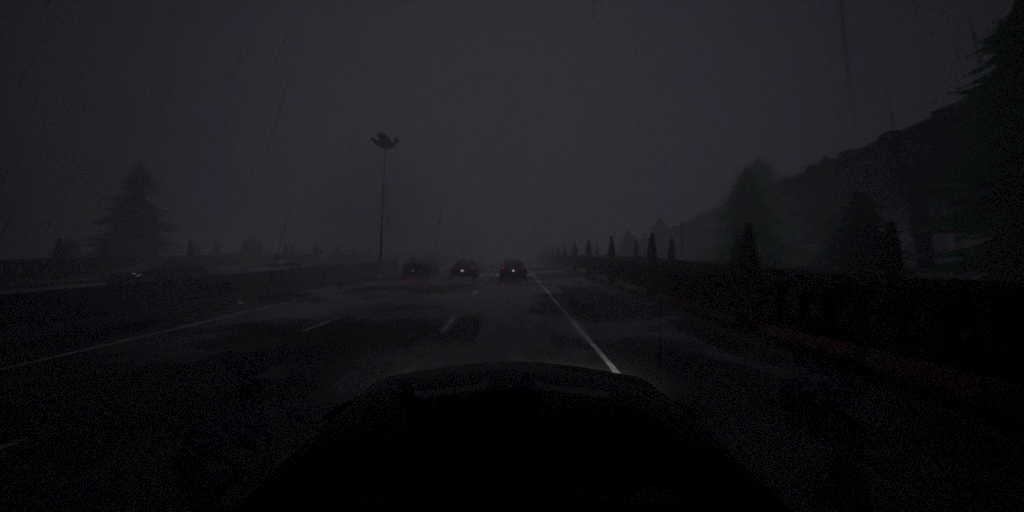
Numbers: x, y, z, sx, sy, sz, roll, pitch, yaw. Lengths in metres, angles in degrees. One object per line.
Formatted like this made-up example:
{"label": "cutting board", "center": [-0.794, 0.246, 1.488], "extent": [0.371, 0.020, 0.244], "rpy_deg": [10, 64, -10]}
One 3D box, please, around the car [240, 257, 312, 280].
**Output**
{"label": "car", "center": [-17.586, 0.860, 27.073], "extent": [2.128, 1.511, 4.902], "rpy_deg": [0, 1, 0]}

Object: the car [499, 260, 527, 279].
{"label": "car", "center": [0.094, 0.942, 26.624], "extent": [1.994, 1.385, 4.181], "rpy_deg": [0, 1, 0]}

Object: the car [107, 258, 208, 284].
{"label": "car", "center": [-21.092, 0.930, 21.624], "extent": [1.882, 1.535, 5.008], "rpy_deg": [0, 1, 0]}

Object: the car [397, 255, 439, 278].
{"label": "car", "center": [-6.904, 0.841, 27.528], "extent": [1.882, 1.535, 5.008], "rpy_deg": [0, 1, 0]}

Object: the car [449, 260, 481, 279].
{"label": "car", "center": [-3.406, 0.942, 26.629], "extent": [1.994, 1.385, 4.181], "rpy_deg": [0, 1, 0]}

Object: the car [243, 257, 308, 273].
{"label": "car", "center": [-14.093, 0.979, 21.668], "extent": [1.812, 1.442, 4.674], "rpy_deg": [0, 1, 0]}
